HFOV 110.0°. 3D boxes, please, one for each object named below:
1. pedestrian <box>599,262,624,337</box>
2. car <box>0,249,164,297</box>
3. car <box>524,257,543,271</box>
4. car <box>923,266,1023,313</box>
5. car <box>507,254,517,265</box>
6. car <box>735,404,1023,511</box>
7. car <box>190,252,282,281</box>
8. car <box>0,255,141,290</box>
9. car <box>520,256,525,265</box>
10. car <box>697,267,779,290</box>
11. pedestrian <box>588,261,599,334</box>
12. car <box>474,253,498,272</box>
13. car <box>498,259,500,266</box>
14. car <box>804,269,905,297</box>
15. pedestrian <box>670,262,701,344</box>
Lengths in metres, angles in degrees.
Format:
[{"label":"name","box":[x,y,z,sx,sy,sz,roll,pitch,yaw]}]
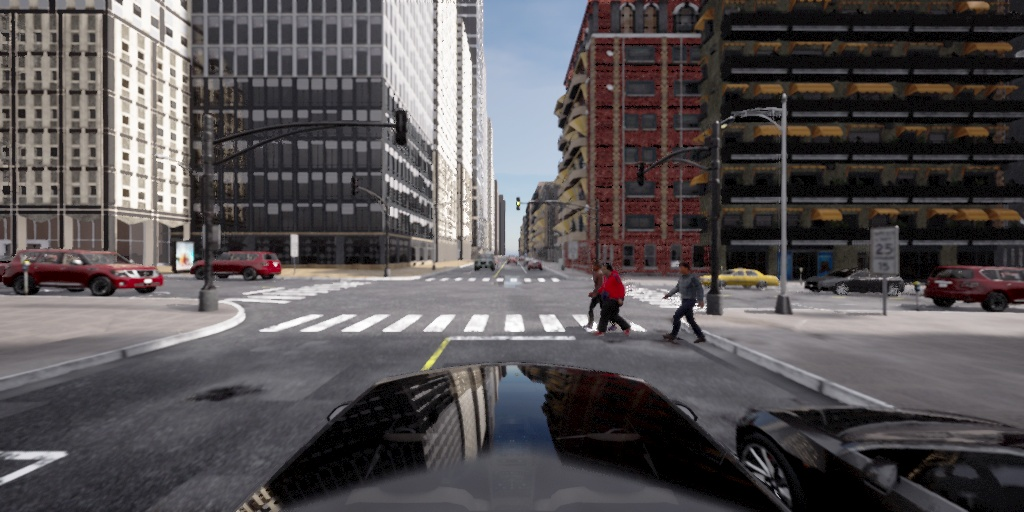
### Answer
[{"label":"pedestrian","box":[2.376,0.996,8.597,0.375,1.860,0.375,0,0,0]},{"label":"car","box":[-17.573,0.665,14.809,5.009,1.841,2.192,0,0,0]},{"label":"car","box":[2.747,1.055,43.167,1.802,1.307,4.207,0,0,0]},{"label":"car","box":[20.601,1.369,15.174,5.009,1.841,2.192,0,0,0]},{"label":"car","box":[0.010,0.859,65.344,1.812,1.442,4.674,0,0,0]},{"label":"car","box":[2.690,1.320,1.145,1.948,1.339,4.313,0,0,0]},{"label":"car","box":[-17.707,0.627,23.188,5.009,1.841,2.192,0,0,0]},{"label":"car","box":[-21.479,0.744,17.362,5.008,1.535,1.882,1,0,0]},{"label":"car","box":[2.698,0.942,56.084,2.007,1.370,4.403,0,0,0]},{"label":"car","box":[14.633,1.437,23.470,4.829,1.417,1.751,0,0,0]},{"label":"pedestrian","box":[2.280,0.992,9.297,0.375,1.860,0.375,0,0,0]},{"label":"car","box":[-3.078,0.708,41.216,2.150,2.045,5.566,0,0,0]},{"label":"car","box":[-3.042,0.906,57.835,1.812,1.442,4.674,0,0,0]},{"label":"car","box":[19.882,1.521,20.921,4.892,1.490,1.837,1,0,0]},{"label":"pedestrian","box":[3.811,1.001,7.897,0.375,1.860,0.375,0,0,0]}]
